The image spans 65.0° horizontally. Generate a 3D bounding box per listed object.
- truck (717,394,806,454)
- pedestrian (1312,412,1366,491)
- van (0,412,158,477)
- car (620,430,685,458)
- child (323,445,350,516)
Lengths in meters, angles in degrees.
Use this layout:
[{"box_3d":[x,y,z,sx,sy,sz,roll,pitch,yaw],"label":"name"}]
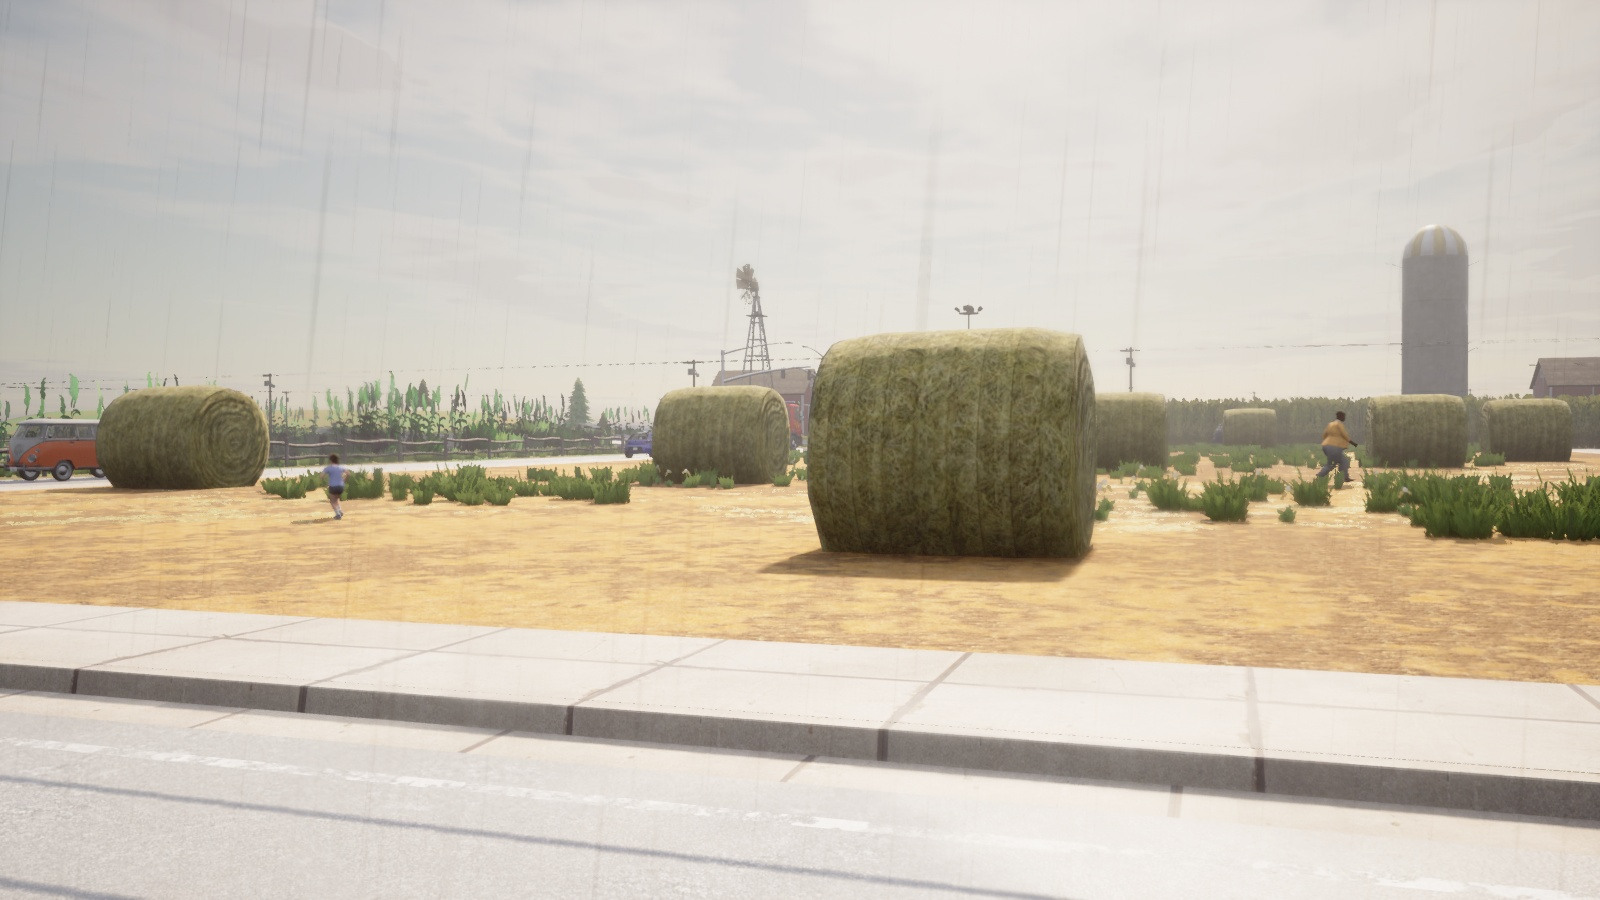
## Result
[{"box_3d":[-2.522,-1.747,85.215,2.891,3.827,8.468,1,1,22],"label":"truck"},{"box_3d":[12.842,0.020,29.951,0.900,1.855,0.874,0,1,2],"label":"pedestrian"},{"box_3d":[-23.552,-0.202,41.123,1.775,1.987,4.442,1,1,21],"label":"van"},{"box_3d":[-8.255,-0.356,70.618,1.816,1.474,4.193,1,1,21],"label":"car"},{"box_3d":[-7.393,0.484,20.020,0.394,1.110,0.255,1,1,44],"label":"child"}]
